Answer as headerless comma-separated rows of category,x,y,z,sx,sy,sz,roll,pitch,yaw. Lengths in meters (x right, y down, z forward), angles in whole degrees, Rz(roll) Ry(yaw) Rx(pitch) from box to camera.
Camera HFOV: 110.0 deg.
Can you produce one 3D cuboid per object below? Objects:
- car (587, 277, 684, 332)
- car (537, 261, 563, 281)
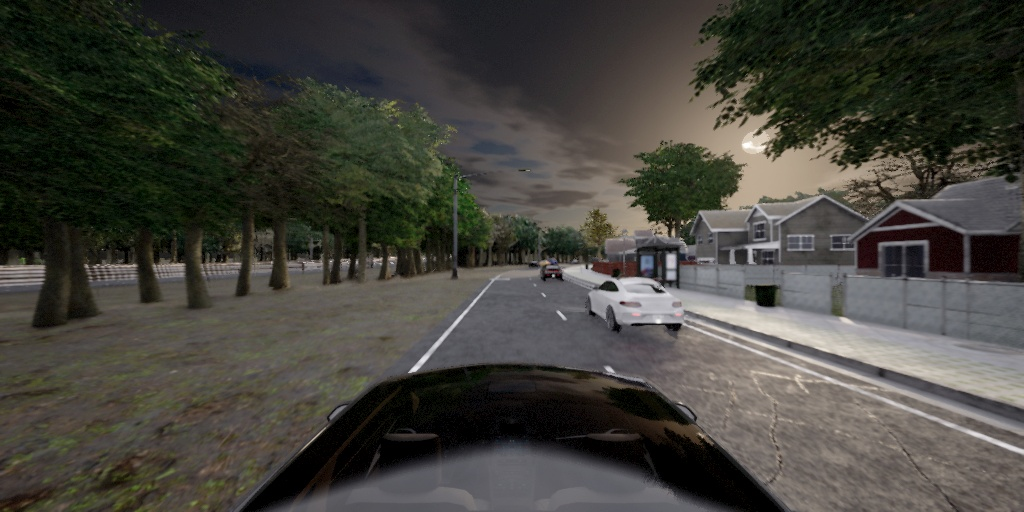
car,3.598,1.367,11.115,1.812,1.442,4.674,0,0,0
car,3.657,1.514,33.690,1.837,1.490,4.892,0,0,1
